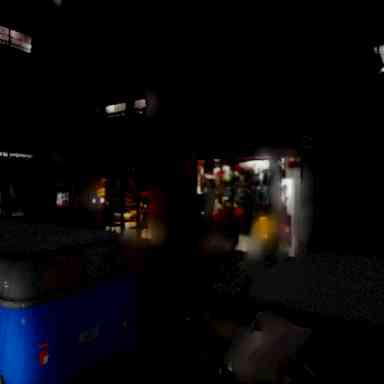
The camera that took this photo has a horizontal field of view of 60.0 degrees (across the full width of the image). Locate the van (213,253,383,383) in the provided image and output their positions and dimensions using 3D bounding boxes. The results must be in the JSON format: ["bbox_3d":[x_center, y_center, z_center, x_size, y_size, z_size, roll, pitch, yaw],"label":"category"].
[{"bbox_3d":[1.921,1.342,1.493,3.998,1.788,1.690,0,1,35],"label":"van"}]

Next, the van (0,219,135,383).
[{"bbox_3d":[-2.645,1.332,4.739,3.998,1.788,1.690,0,1,35],"label":"van"}]
